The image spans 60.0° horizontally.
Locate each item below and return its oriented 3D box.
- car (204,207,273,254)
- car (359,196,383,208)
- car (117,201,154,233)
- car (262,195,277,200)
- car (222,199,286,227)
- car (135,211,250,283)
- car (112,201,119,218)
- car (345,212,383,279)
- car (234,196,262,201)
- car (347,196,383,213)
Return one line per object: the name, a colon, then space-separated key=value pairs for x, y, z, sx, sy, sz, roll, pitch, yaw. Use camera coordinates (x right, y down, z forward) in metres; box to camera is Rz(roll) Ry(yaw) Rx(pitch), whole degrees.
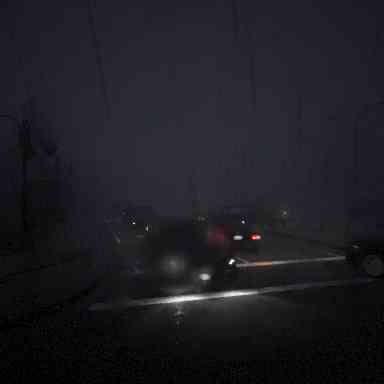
car: x=1.349 y=1.538 z=13.396 sx=2.033 sy=1.411 sz=5.357 roll=0 pitch=0 yaw=-4
car: x=23.893 y=1.273 z=43.200 sx=1.845 sy=1.501 sz=3.633 roll=0 pitch=0 yaw=-17
car: x=-3.106 y=1.529 z=19.950 sx=2.033 sy=1.411 sz=5.357 roll=0 pitch=0 yaw=-17
car: x=10.335 y=1.277 z=47.123 sx=2.152 sy=1.636 sz=5.027 roll=0 pitch=0 yaw=-17
car: x=2.846 y=1.467 z=19.898 sx=5.357 sy=1.411 sz=2.033 roll=-3 pitch=1 yaw=-15
car: x=-0.370 y=1.543 z=10.116 sx=2.033 sy=1.411 sz=5.357 roll=0 pitch=0 yaw=-15
car: x=-6.269 y=1.515 z=30.101 sx=2.033 sy=1.411 sz=5.357 roll=0 pitch=0 yaw=-17
car: x=6.532 y=1.475 z=8.247 sx=5.008 sy=1.535 sz=1.882 roll=0 pitch=0 yaw=39
car: x=7.347 y=1.287 z=46.166 sx=2.007 sy=1.523 sz=4.514 roll=0 pitch=0 yaw=-17
car: x=15.588 y=1.356 z=29.211 sx=1.970 sy=1.475 sz=3.806 roll=0 pitch=0 yaw=-17
